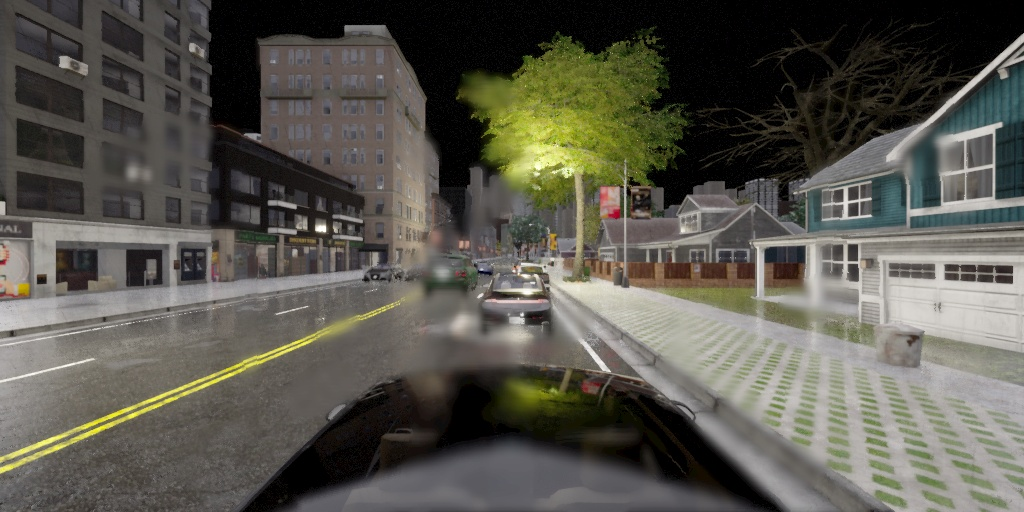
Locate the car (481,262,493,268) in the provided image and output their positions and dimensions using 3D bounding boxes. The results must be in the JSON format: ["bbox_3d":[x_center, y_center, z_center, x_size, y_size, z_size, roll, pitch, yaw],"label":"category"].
[{"bbox_3d":[-2.986,1.289,37.700,1.994,1.385,4.181,0,0,0],"label":"car"}]

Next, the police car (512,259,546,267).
[{"bbox_3d":[1.061,1.166,20.673,1.930,1.638,5.238,0,0,0],"label":"police car"}]

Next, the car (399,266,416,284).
[{"bbox_3d":[-6.483,1.282,27.125,2.033,1.411,5.357,0,0,0],"label":"car"}]

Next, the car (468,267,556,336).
[{"bbox_3d":[0.138,1.239,10.424,2.128,1.511,4.902,0,0,0],"label":"car"}]

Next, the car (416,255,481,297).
[{"bbox_3d":[-3.072,0.964,18.749,2.150,2.045,5.566,0,0,0],"label":"car"}]

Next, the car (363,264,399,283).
[{"bbox_3d":[-9.733,1.298,27.486,1.994,1.385,4.181,0,0,0],"label":"car"}]
